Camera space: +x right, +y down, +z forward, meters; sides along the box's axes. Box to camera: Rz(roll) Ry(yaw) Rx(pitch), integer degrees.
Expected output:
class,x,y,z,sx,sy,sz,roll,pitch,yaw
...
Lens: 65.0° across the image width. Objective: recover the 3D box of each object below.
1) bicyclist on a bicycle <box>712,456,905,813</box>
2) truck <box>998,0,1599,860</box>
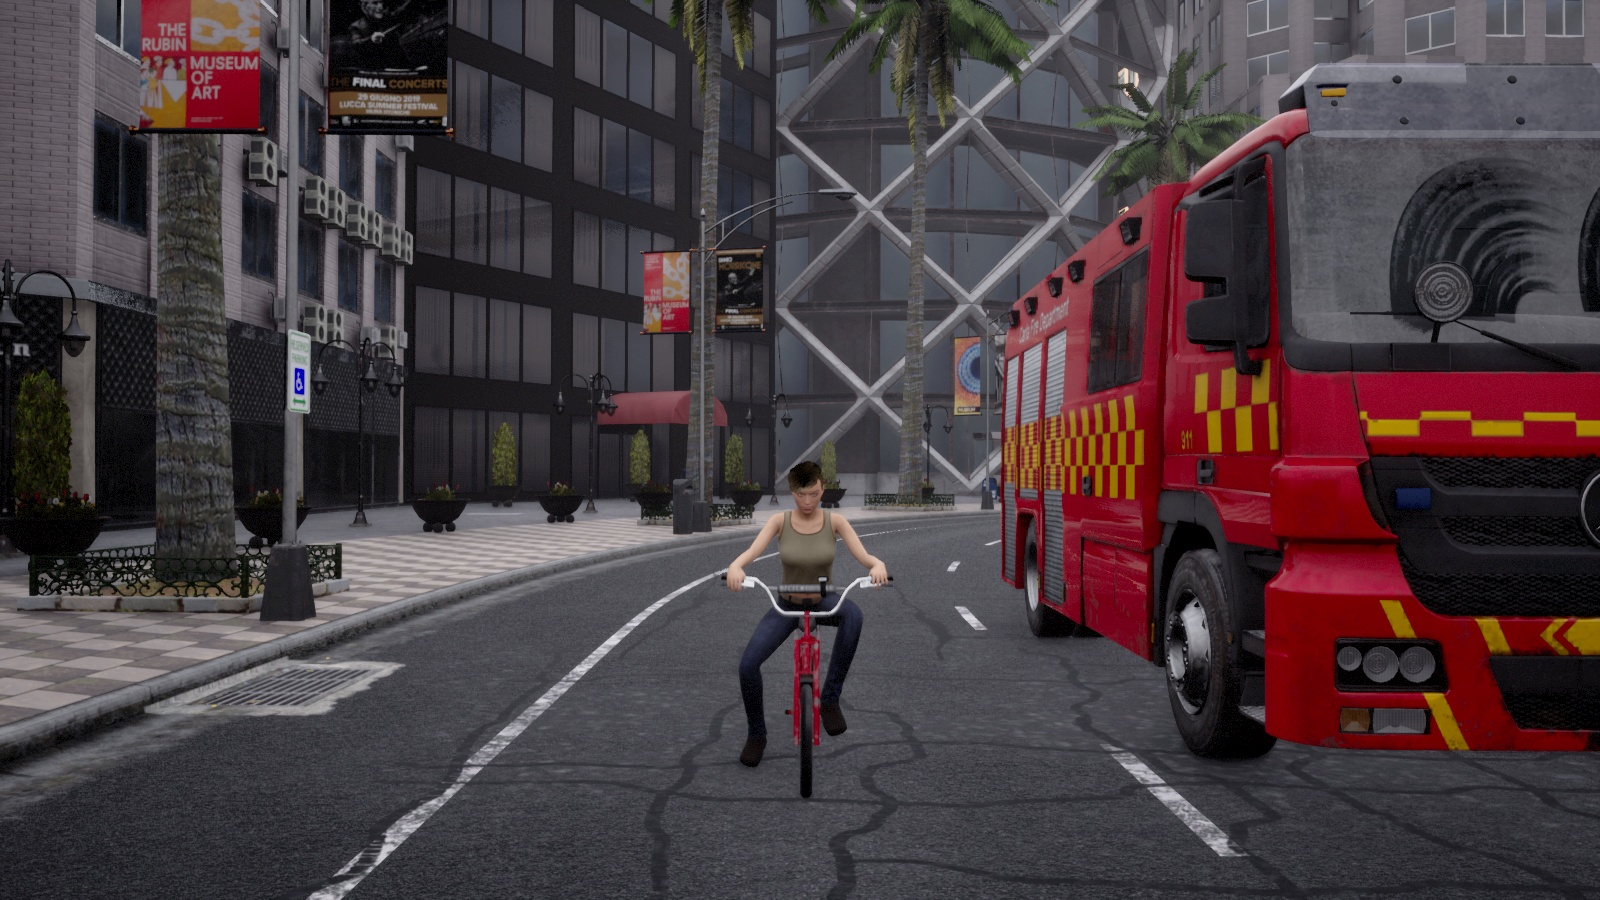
class,x,y,z,sx,sy,sz,roll,pitch,yaw
bicyclist on a bicycle,0.044,0.858,6.455,0.866,1.612,1.509,0,-2,1
truck,3.555,-0.209,9.273,2.891,3.827,8.468,0,-1,1
